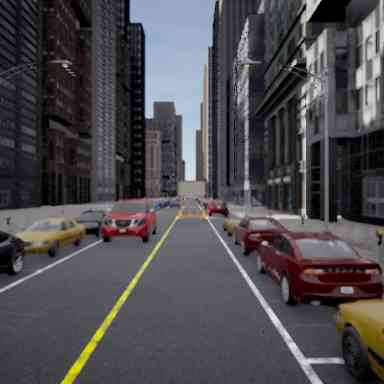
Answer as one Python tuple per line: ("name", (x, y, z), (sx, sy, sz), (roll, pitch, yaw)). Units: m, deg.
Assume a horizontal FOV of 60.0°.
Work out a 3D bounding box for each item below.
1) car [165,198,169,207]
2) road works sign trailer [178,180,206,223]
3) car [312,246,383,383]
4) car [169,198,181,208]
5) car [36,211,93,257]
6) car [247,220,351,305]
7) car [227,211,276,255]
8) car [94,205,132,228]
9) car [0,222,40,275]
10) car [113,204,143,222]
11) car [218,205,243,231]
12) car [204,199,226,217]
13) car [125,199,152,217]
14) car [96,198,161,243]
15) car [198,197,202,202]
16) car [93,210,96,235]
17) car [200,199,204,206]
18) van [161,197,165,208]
("car", (-5.773, 2.168, 58.903), (2.008, 1.369, 4.403), (0, -1, 0))
("road works sign trailer", (-0.005, 0.754, 28.270), (2.380, 3.560, 2.880), (0, -1, 0))
("car", (2.759, 1.554, 2.679), (1.752, 1.417, 4.829), (0, -1, 0))
("car", (-3.055, 2.223, 59.298), (1.895, 1.301, 4.718), (0, -1, 1))
("car", (-5.767, 1.664, 13.610), (1.752, 1.417, 4.829), (0, -1, 0))
("car", (2.758, 1.628, 8.149), (1.887, 1.381, 4.507), (0, -1, 0))
("car", (2.758, 1.685, 13.789), (1.887, 1.381, 4.507), (0, -1, 0))
("car", (-5.769, 1.779, 24.891), (1.752, 1.417, 4.829), (0, -1, 0))
("car", (-5.767, 1.649, 8.139), (1.947, 1.339, 4.313), (0, -1, 0))
("car", (-5.770, 1.838, 30.532), (1.752, 1.417, 4.829), (0, -1, 0))
("car", (2.757, 1.725, 19.600), (1.752, 1.417, 4.829), (0, -1, 0))
("car", (2.754, 1.689, 36.352), (2.192, 1.841, 5.009), (0, -1, 0))
("car", (-5.771, 1.689, 36.344), (2.192, 1.841, 5.009), (0, -1, 0))
("car", (-3.103, 1.401, 17.606), (2.150, 2.045, 5.566), (0, -1, 0))
("car", (2.750, 2.184, 70.191), (1.967, 1.590, 4.097), (0, -1, 0))
("car", (-5.768, 1.764, 19.420), (1.947, 1.339, 4.313), (0, -1, 0))
("car", (2.753, 2.107, 53.270), (2.008, 1.369, 4.403), (0, -1, 0))
("van", (-5.773, 1.896, 53.265), (1.690, 1.788, 3.998), (0, -1, 0))
